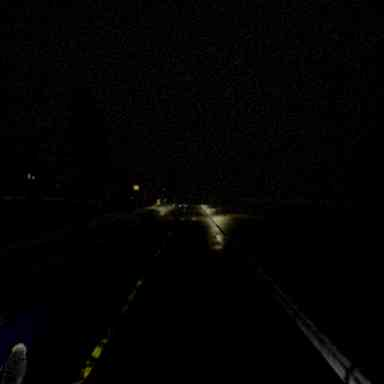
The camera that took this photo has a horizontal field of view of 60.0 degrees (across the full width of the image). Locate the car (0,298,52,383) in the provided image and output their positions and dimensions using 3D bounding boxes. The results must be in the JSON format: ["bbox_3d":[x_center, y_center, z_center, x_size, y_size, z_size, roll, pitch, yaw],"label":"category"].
[{"bbox_3d":[-2.849,1.635,2.323,1.895,1.301,4.718,0,-1,0],"label":"car"}]

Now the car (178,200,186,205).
[{"bbox_3d":[-2.686,2.780,89.774,2.033,1.411,5.357,0,-1,0],"label":"car"}]
